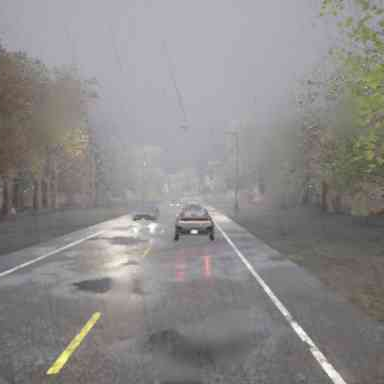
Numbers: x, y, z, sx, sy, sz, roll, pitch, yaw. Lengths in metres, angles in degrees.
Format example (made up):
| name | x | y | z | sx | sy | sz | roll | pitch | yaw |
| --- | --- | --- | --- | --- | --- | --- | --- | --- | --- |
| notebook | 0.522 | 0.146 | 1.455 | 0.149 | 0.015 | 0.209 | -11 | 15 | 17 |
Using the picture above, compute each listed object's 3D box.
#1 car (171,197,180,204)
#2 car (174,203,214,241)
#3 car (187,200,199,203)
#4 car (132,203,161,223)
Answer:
| name | x | y | z | sx | sy | sz | roll | pitch | yaw |
| --- | --- | --- | --- | --- | --- | --- | --- | --- | --- |
| car | -3.473 | 1.699 | 69.736 | 2.033 | 1.411 | 5.357 | 0 | 0 | 0 |
| car | 0.107 | 1.551 | 17.122 | 2.128 | 1.511 | 4.902 | 0 | 0 | 0 |
| car | 0.115 | 1.654 | 37.523 | 1.812 | 1.442 | 4.674 | 0 | 0 | 0 |
| car | -3.582 | 1.640 | 27.139 | 2.033 | 1.411 | 5.357 | 0 | 0 | 0 |
